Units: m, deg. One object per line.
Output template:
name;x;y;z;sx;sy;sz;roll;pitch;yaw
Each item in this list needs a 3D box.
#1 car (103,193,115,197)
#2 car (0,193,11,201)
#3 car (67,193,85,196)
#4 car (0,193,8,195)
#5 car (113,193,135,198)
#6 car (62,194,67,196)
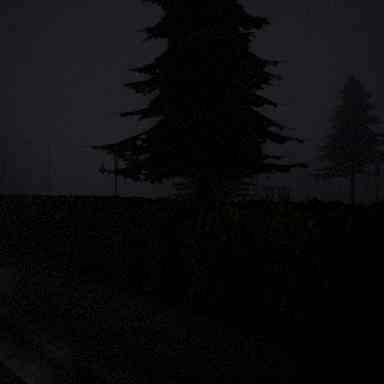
car;-15.886;1.093;70.708;4.605;1.855;1.932;0;0;-45
car;-41.785;1.091;71.648;4.605;1.855;1.932;0;0;-45
car;-27.195;1.148;81.607;5.027;1.636;2.152;0;0;-45
car;-23.730;1.327;41.297;5.027;1.636;2.152;0;0;-45
car;-10.326;1.381;54.287;3.806;1.475;1.970;0;0;-45
car;-31.927;1.226;85.953;3.806;1.475;1.970;0;0;-45
